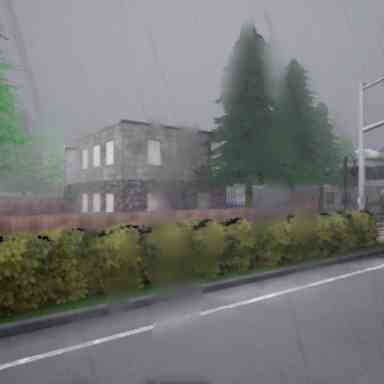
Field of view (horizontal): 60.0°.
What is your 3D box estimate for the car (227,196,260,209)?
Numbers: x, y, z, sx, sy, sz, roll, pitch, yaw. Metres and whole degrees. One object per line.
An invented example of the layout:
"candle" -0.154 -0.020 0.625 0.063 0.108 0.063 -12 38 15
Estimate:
"car" 4.836 1.411 35.119 2.150 2.045 5.566 0 0 -26
